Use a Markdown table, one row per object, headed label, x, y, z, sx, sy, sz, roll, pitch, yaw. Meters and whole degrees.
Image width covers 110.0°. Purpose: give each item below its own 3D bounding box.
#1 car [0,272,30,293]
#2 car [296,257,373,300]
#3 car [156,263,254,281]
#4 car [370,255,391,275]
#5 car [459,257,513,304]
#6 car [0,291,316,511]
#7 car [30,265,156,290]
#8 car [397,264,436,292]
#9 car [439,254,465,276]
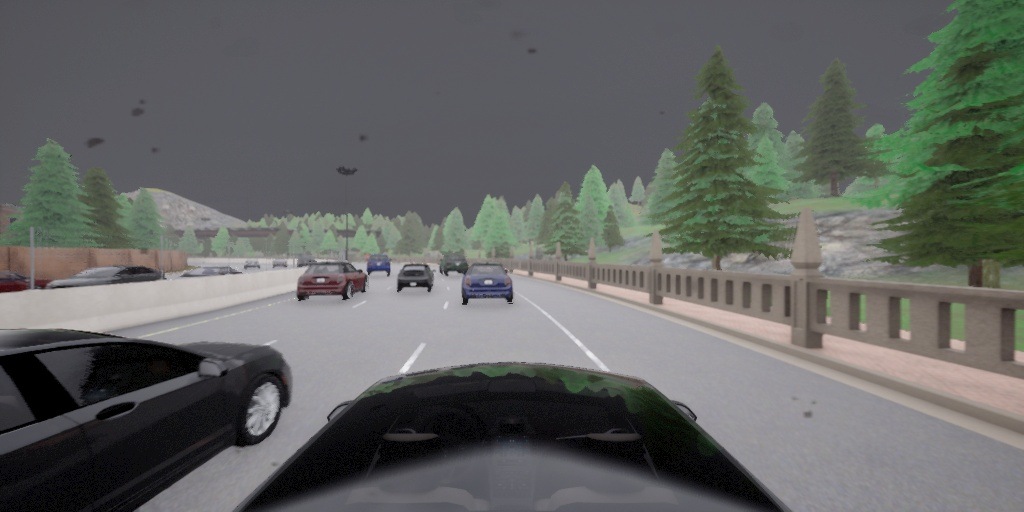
| label | x | y | z | sx | sy | sz | roll | pitch | yaw |
| --- | --- | --- | --- | --- | --- | --- | --- | --- | --- |
| car | -22.347 | 1.328 | 14.782 | 1.895 | 1.301 | 4.718 | 0 | 0 | -10 |
| car | -8.473 | 1.060 | 17.325 | 2.097 | 1.767 | 4.553 | 0 | 0 | -9 |
| car | -16.104 | 1.272 | 19.168 | 1.994 | 1.385 | 4.181 | 0 | 0 | -12 |
| car | -13.423 | 0.874 | 36.118 | 2.150 | 2.045 | 5.566 | 0 | 0 | -20 |
| car | -1.217 | 1.057 | 16.260 | 2.097 | 1.767 | 4.553 | 0 | 0 | -7 |
| car | -3.528 | 1.255 | 2.345 | 1.837 | 1.490 | 4.892 | 0 | 0 | -1 |
| car | -19.280 | 1.222 | 17.301 | 1.837 | 1.490 | 4.892 | 0 | 0 | -11 |
| car | -5.567 | 1.199 | 21.009 | 1.837 | 1.490 | 4.892 | 0 | 0 | -10 |
| car | -5.900 | 0.869 | 35.777 | 2.150 | 2.045 | 5.566 | 0 | 0 | -19 |
